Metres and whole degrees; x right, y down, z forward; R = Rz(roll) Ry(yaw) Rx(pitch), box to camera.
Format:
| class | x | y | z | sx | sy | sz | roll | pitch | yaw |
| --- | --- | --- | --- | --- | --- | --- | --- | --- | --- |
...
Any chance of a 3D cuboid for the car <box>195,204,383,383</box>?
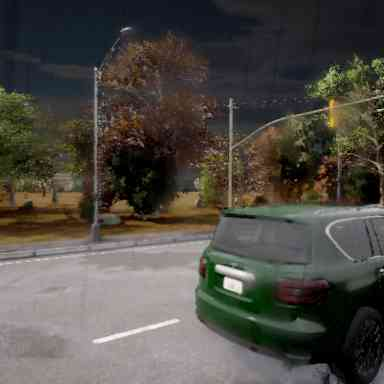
| class | x | y | z | sx | sy | sz | roll | pitch | yaw |
| --- | --- | --- | --- | --- | --- | --- | --- | --- | --- |
| car | 2.633 | 1.226 | 5.614 | 5.566 | 2.045 | 2.150 | 0 | 0 | -37 |

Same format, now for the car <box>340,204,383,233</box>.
| class | x | y | z | sx | sy | sz | roll | pitch | yaw |
| --- | --- | --- | --- | --- | --- | --- | --- | --- | --- |
| car | 11.351 | 1.549 | 20.698 | 4.674 | 1.442 | 1.812 | 0 | 0 | -36 |
